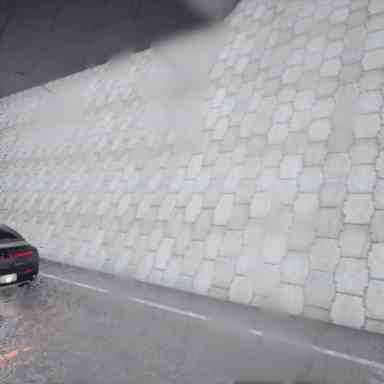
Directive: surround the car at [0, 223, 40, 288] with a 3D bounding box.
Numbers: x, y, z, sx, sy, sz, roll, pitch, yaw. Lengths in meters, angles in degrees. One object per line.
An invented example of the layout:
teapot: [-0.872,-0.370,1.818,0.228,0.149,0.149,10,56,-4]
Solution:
car: [-5.591,1.443,7.978,4.892,1.490,1.837,0,0,35]
